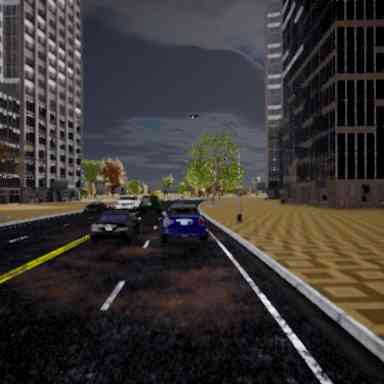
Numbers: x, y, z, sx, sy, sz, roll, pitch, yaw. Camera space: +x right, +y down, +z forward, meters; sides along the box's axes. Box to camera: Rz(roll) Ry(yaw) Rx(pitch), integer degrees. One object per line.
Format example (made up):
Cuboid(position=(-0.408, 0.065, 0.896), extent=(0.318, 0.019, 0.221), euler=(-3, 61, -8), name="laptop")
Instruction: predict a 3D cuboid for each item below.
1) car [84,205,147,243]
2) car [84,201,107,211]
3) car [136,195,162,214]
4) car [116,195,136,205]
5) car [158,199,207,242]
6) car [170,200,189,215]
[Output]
Cuboid(position=(-3.663, 1.625, 16.610), extent=(2.033, 1.411, 5.357), euler=(0, 0, -3), name="car")
Cuboid(position=(-11.305, 1.763, 39.383), extent=(1.994, 1.385, 4.181), euler=(0, 0, -1), name="car")
Cuboid(position=(-4.616, 1.391, 37.994), extent=(2.150, 2.045, 5.566), euler=(0, 0, -1), name="car")
Cuboid(position=(-8.090, 1.423, 42.101), extent=(2.150, 2.045, 5.566), euler=(0, -1, 0), name="car")
Cuboid(position=(-0.454, 1.420, 17.052), extent=(2.097, 1.767, 4.553), euler=(0, 0, -3), name="car")
Cuboid(position=(-1.359, 1.703, 37.545), extent=(2.033, 1.411, 5.357), euler=(0, 0, -1), name="car")
